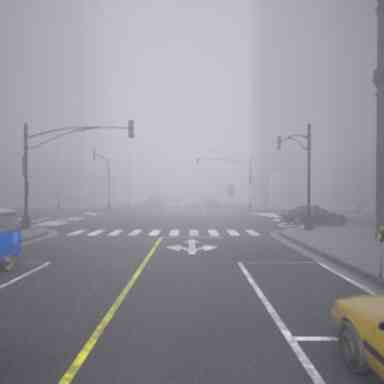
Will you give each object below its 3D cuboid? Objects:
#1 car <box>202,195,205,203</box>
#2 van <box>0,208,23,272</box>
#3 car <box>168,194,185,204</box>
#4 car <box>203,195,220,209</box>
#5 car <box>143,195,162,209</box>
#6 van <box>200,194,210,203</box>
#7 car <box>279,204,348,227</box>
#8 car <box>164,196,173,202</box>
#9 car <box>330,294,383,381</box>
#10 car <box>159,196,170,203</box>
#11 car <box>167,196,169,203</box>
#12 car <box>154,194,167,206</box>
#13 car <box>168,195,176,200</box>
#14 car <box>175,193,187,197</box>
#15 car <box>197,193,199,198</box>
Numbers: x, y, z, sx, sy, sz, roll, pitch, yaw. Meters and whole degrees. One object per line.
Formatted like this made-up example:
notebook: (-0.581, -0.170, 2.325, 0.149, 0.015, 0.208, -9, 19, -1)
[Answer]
car: (2.868, 1.564, 51.504, 1.802, 1.307, 4.206, -1, 0, 0)
van: (-5.775, 1.333, 8.041, 1.690, 1.788, 3.998, -1, 0, 0)
car: (-2.885, 1.550, 62.675, 1.994, 1.385, 4.181, 0, 0, 1)
car: (2.854, 1.547, 45.833, 1.947, 1.339, 4.313, -1, 0, 0)
car: (-5.671, 1.547, 45.852, 1.947, 1.339, 4.313, -1, 0, 0)
van: (2.891, 1.327, 62.847, 1.690, 1.788, 3.998, -1, 0, 0)
car: (8.543, 1.625, 23.602, 4.674, 1.442, 1.812, 1, 1, 0)
car: (-5.591, 1.583, 79.876, 1.802, 1.307, 4.206, -1, 0, 0)
car: (2.753, 1.522, 2.755, 1.752, 1.417, 4.829, -1, 0, 0)
car: (-5.618, 1.515, 68.365, 1.752, 1.417, 4.829, -1, 0, 0)
car: (-5.634, 1.302, 62.864, 2.192, 1.841, 5.009, -1, 0, 0)
car: (-5.661, 1.297, 51.523, 2.192, 1.841, 5.009, -1, 0, 0)
car: (-5.565, 1.561, 91.217, 1.887, 1.381, 4.507, -1, 0, 0)
car: (-2.820, 1.435, 78.778, 2.033, 1.411, 5.357, 0, 0, 0)
car: (2.929, 1.316, 79.861, 2.192, 1.841, 5.009, -1, 0, 0)
